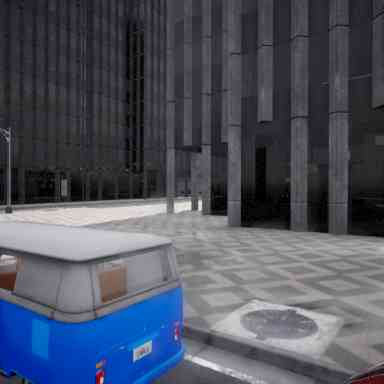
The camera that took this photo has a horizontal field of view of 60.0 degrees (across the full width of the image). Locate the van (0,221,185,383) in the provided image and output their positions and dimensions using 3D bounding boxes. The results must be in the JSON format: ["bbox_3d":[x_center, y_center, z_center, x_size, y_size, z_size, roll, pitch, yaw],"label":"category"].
[{"bbox_3d":[-1.995,1.341,4.385,3.998,1.788,1.690,0,0,35],"label":"van"}]

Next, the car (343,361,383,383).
[{"bbox_3d":[2.505,1.440,1.180,4.097,1.590,1.967,0,0,35],"label":"car"}]
